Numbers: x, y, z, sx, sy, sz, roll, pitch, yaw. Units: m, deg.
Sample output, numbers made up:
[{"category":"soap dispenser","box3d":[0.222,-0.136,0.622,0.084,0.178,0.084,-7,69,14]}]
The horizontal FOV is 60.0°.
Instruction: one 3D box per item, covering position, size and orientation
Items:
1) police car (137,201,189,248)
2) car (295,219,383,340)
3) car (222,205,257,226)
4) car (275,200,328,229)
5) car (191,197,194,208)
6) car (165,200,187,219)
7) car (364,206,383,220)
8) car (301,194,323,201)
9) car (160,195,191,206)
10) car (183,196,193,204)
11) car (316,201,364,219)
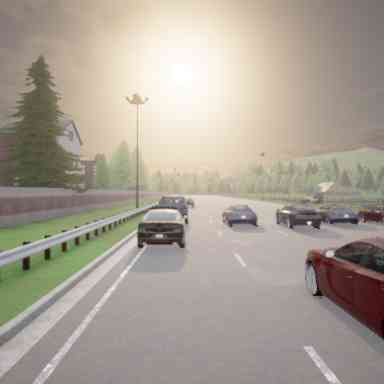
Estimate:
[{"category":"police car","box3d":[-1.242,1.439,14.936,1.930,1.638,5.238,0,0,-1]},{"category":"car","box3d":[3.520,1.484,5.586,1.882,1.535,5.008,0,0,-1]},{"category":"car","box3d":[3.306,1.588,23.528,1.994,1.385,4.181,0,0,-1]},{"category":"car","box3d":[6.826,1.529,21.840,1.837,1.490,4.892,0,0,-1]},{"category":"car","box3d":[-0.611,1.539,50.448,2.128,1.511,4.902,0,0,-1]},{"category":"car","box3d":[-1.431,1.534,30.825,1.837,1.490,4.892,0,0,-1]},{"category":"car","box3d":[13.805,1.627,23.653,1.895,1.301,4.718,0,0,-1]},{"category":"car","box3d":[22.183,1.276,61.216,3.866,1.878,1.905,0,0,-1]},{"category":"car","box3d":[-1.359,1.247,24.856,2.150,2.045,5.566,0,0,-1]},{"category":"car","box3d":[-0.789,1.567,65.456,1.837,1.490,4.892,0,0,-1]},{"category":"car","box3d":[10.300,1.589,24.233,1.994,1.385,4.181,0,0,-1]}]
